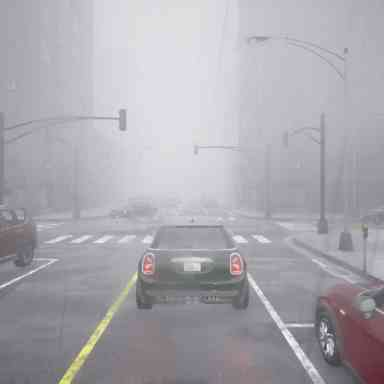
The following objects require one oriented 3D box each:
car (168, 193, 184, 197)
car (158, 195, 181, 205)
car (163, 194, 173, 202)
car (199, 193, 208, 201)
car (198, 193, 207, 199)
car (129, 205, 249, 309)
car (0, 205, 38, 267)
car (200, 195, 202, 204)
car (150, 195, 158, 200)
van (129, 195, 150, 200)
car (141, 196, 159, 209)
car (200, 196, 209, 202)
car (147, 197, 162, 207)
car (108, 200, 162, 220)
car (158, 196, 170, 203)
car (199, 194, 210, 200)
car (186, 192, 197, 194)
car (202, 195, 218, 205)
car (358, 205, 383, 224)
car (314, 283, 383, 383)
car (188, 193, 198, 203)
[{"bbox_3d":[-3.009,1.468,62.278,1.882,1.535,5.008,0,0,0],"label":"car"},{"bbox_3d":[-3.065,1.542,46.236,2.033,1.411,5.357,0,0,0],"label":"car"},{"bbox_3d":[-5.798,1.302,80.312,2.192,1.841,5.009,0,0,0],"label":"car"},{"bbox_3d":[3.065,1.211,86.549,2.150,2.045,5.566,0,0,0],"label":"car"},{"bbox_3d":[2.715,1.306,63.538,2.192,1.841,5.009,0,0,0],"label":"car"},{"bbox_3d":[0.015,1.352,8.020,2.097,1.767,4.553,0,0,0],"label":"car"},{"bbox_3d":[-5.853,1.315,8.598,2.192,1.841,5.009,0,0,0],"label":"car"},{"bbox_3d":[2.707,1.544,52.349,2.008,1.369,4.403,0,0,0],"label":"car"},{"bbox_3d":[-5.828,1.310,41.142,2.192,1.841,5.009,0,0,0],"label":"car"},{"bbox_3d":[-5.832,1.337,35.546,1.690,1.788,3.998,0,0,0],"label":"van"},{"bbox_3d":[-5.824,1.434,46.738,1.967,1.590,4.097,0,0,0],"label":"car"},{"bbox_3d":[2.723,1.570,74.727,1.802,1.307,4.206,0,0,0],"label":"car"},{"bbox_3d":[-5.820,1.538,52.334,1.887,1.381,4.507,0,0,0],"label":"car"},{"bbox_3d":[-4.765,1.597,27.620,1.895,1.301,4.718,0,0,26],"label":"car"},{"bbox_3d":[-5.807,1.540,69.121,2.008,1.369,4.403,0,0,0],"label":"car"},{"bbox_3d":[2.711,1.558,57.944,1.947,1.339,4.313,0,0,0],"label":"car"},{"bbox_3d":[0.057,1.362,76.540,1.812,1.442,4.674,0,0,0],"label":"car"},{"bbox_3d":[2.702,1.520,46.925,1.752,1.417,4.829,0,0,0],"label":"car"},{"bbox_3d":[14.394,1.516,23.707,4.674,1.442,1.812,0,0,1],"label":"car"},{"bbox_3d":[2.669,1.440,3.094,1.967,1.590,4.097,0,0,0],"label":"car"},{"bbox_3d":[0.104,1.516,66.573,1.812,1.442,4.674,0,0,0],"label":"car"}]
